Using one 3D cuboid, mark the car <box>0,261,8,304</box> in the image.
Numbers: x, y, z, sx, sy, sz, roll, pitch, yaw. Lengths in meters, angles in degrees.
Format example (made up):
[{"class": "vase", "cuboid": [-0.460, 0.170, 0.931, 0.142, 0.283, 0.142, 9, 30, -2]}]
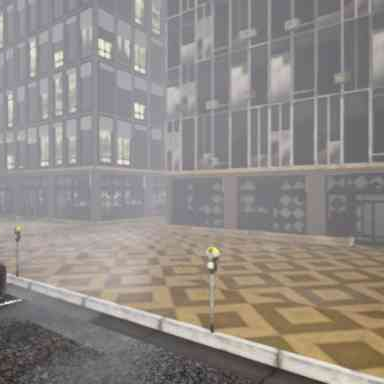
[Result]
[{"class": "car", "cuboid": [-5.420, 1.595, 6.750, 4.313, 1.339, 1.947, 0, 0, 36]}]
